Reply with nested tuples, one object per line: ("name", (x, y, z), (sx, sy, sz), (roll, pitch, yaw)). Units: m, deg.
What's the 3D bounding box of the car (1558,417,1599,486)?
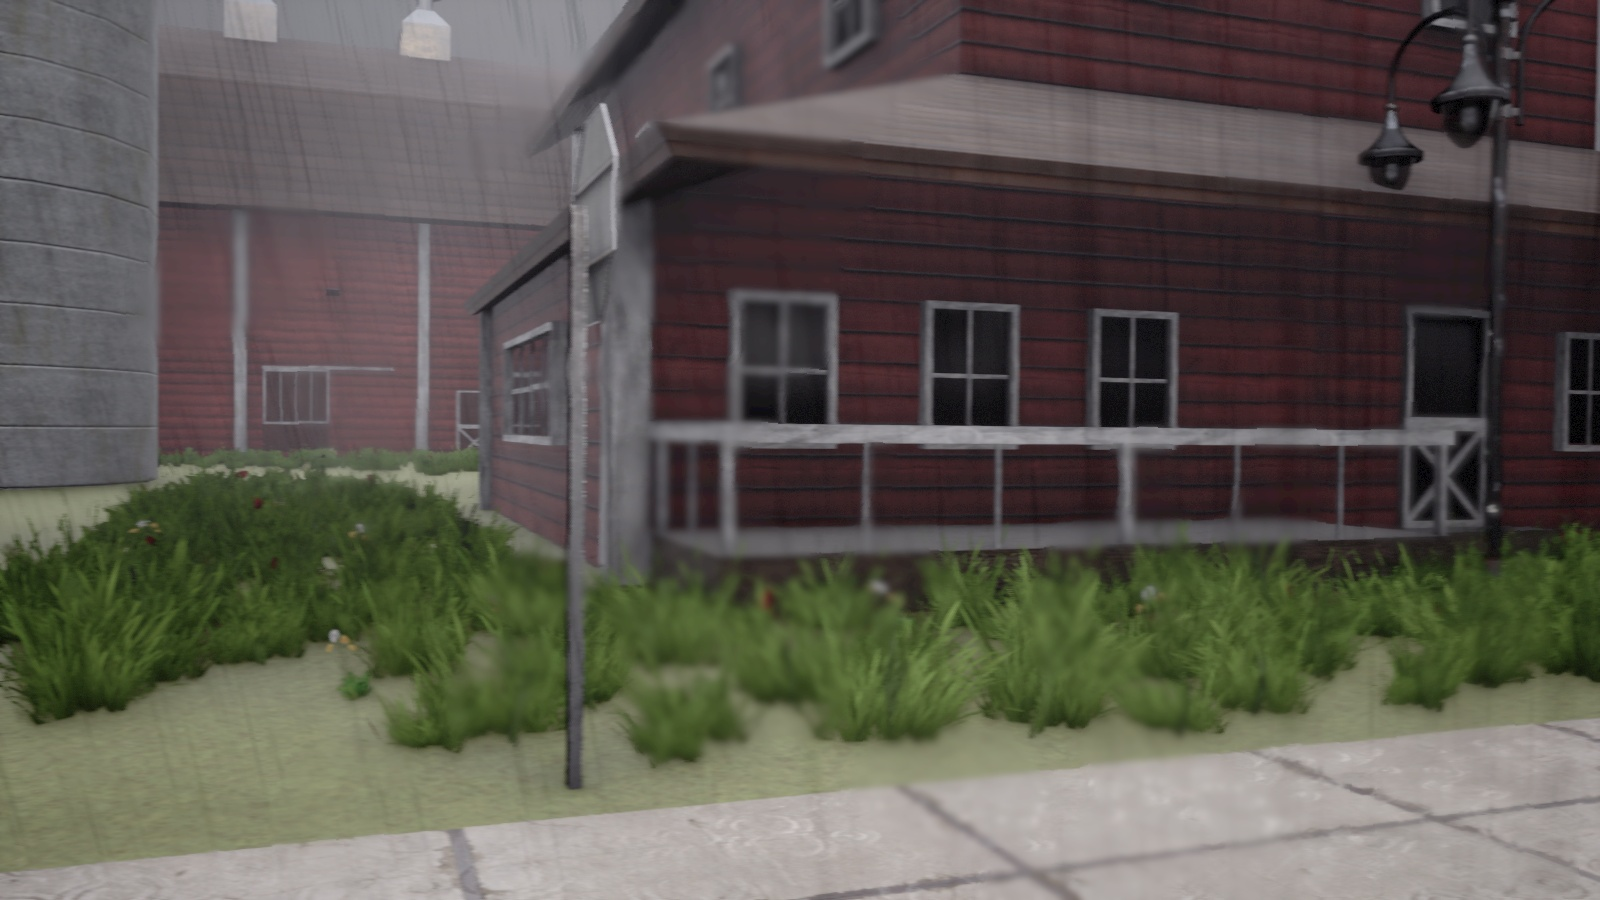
("car", (19.238, 0.035, 26.913), (1.882, 1.535, 5.008), (-1, 1, -21))
